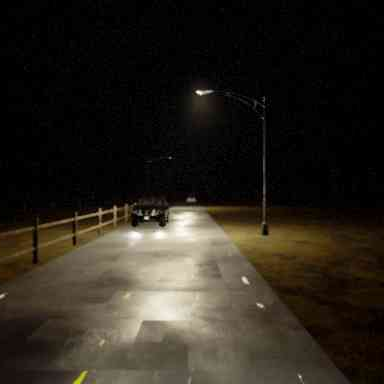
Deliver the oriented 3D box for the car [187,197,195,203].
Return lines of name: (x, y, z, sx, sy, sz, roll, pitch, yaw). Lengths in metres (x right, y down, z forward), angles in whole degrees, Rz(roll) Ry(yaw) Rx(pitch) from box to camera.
car: (-0.153, 2.018, 83.643, 1.994, 1.385, 4.181, 0, -1, 0)

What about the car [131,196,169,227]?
car: (-2.817, 1.294, 23.528, 2.150, 2.045, 5.566, 0, -1, 0)

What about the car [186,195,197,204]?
car: (-0.134, 1.632, 73.249, 2.150, 2.045, 5.566, 0, -1, 0)
